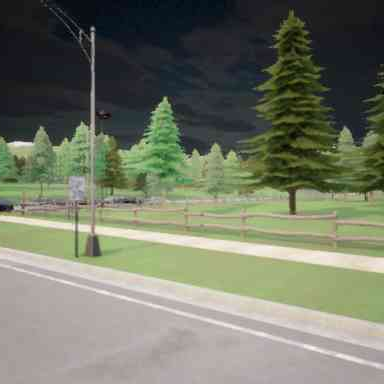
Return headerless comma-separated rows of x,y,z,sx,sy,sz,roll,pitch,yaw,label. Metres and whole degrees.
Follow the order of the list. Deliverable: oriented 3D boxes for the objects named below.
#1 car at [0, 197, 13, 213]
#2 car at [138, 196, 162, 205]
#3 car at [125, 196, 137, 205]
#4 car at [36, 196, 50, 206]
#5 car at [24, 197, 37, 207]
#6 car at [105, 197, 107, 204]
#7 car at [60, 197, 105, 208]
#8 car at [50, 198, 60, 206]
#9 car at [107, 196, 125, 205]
-21.068,1.292,34.215,2.097,1.767,4.553,0,0,35,car
-6.315,1.466,55.174,1.812,1.442,4.674,0,0,35,car
-8.574,1.481,58.014,2.033,1.411,5.357,0,0,36,car
-19.725,1.491,48.293,1.994,1.385,4.181,0,0,35,car
-22.871,1.414,49.880,2.128,1.511,4.902,0,0,36,car
-15.025,1.449,60.924,1.812,1.442,4.674,0,0,35,car
-14.363,1.445,43.755,1.837,1.490,4.892,0,0,35,car
-16.526,1.482,46.765,2.033,1.411,5.357,0,0,35,car
-12.078,1.406,59.085,1.882,1.535,5.008,0,0,36,car
